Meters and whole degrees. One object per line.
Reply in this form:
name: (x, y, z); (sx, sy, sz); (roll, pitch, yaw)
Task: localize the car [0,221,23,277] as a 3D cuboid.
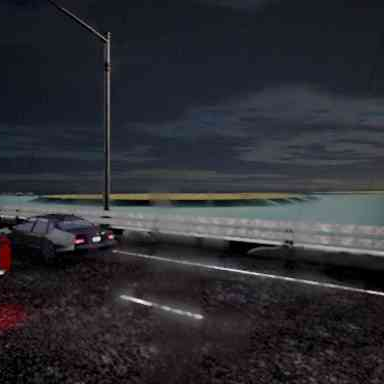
car: (-6.730, 1.437, 8.779); (5.008, 1.535, 1.882); (1, 0, 36)

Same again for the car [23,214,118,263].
car: (-5.008, 1.506, 11.857); (5.357, 1.411, 2.033); (0, 0, 36)
